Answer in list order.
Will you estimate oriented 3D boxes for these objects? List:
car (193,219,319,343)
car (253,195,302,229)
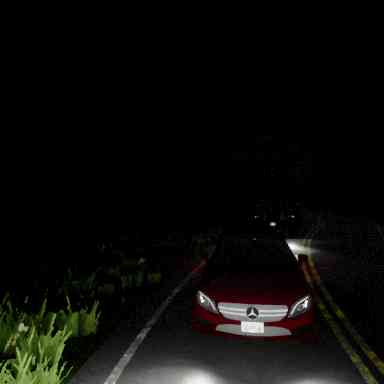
[{"bbox_3d":[1.224,1.534,6.703,1.812,1.442,4.674,-1,0,10],"label":"car"},{"bbox_3d":[4.982,1.215,18.879,2.150,2.045,5.566,-2,-1,22],"label":"car"}]
